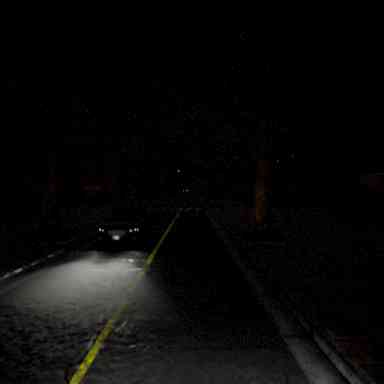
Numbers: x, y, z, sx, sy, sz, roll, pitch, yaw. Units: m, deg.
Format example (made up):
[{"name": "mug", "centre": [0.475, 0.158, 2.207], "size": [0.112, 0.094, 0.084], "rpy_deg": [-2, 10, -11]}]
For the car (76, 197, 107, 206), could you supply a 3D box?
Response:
[{"name": "car", "centre": [-15.075, 1.397, 50.005], "size": [4.507, 1.381, 1.887], "rpy_deg": [0, 0, 0]}]

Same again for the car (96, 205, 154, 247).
[{"name": "car", "centre": [-2.850, 1.447, 14.944], "size": [2.128, 1.511, 4.902], "rpy_deg": [0, 0, 0]}]

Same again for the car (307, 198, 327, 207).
[{"name": "car", "centre": [19.631, 1.533, 50.212], "size": [4.313, 1.339, 1.947], "rpy_deg": [0, 0, 0]}]

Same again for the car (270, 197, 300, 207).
[{"name": "car", "centre": [13.955, 1.494, 50.178], "size": [4.403, 1.369, 2.008], "rpy_deg": [0, 0, 0]}]

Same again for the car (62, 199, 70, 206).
[{"name": "car", "centre": [-20.924, 1.364, 49.970], "size": [4.829, 1.417, 1.752], "rpy_deg": [0, 0, 0]}]
